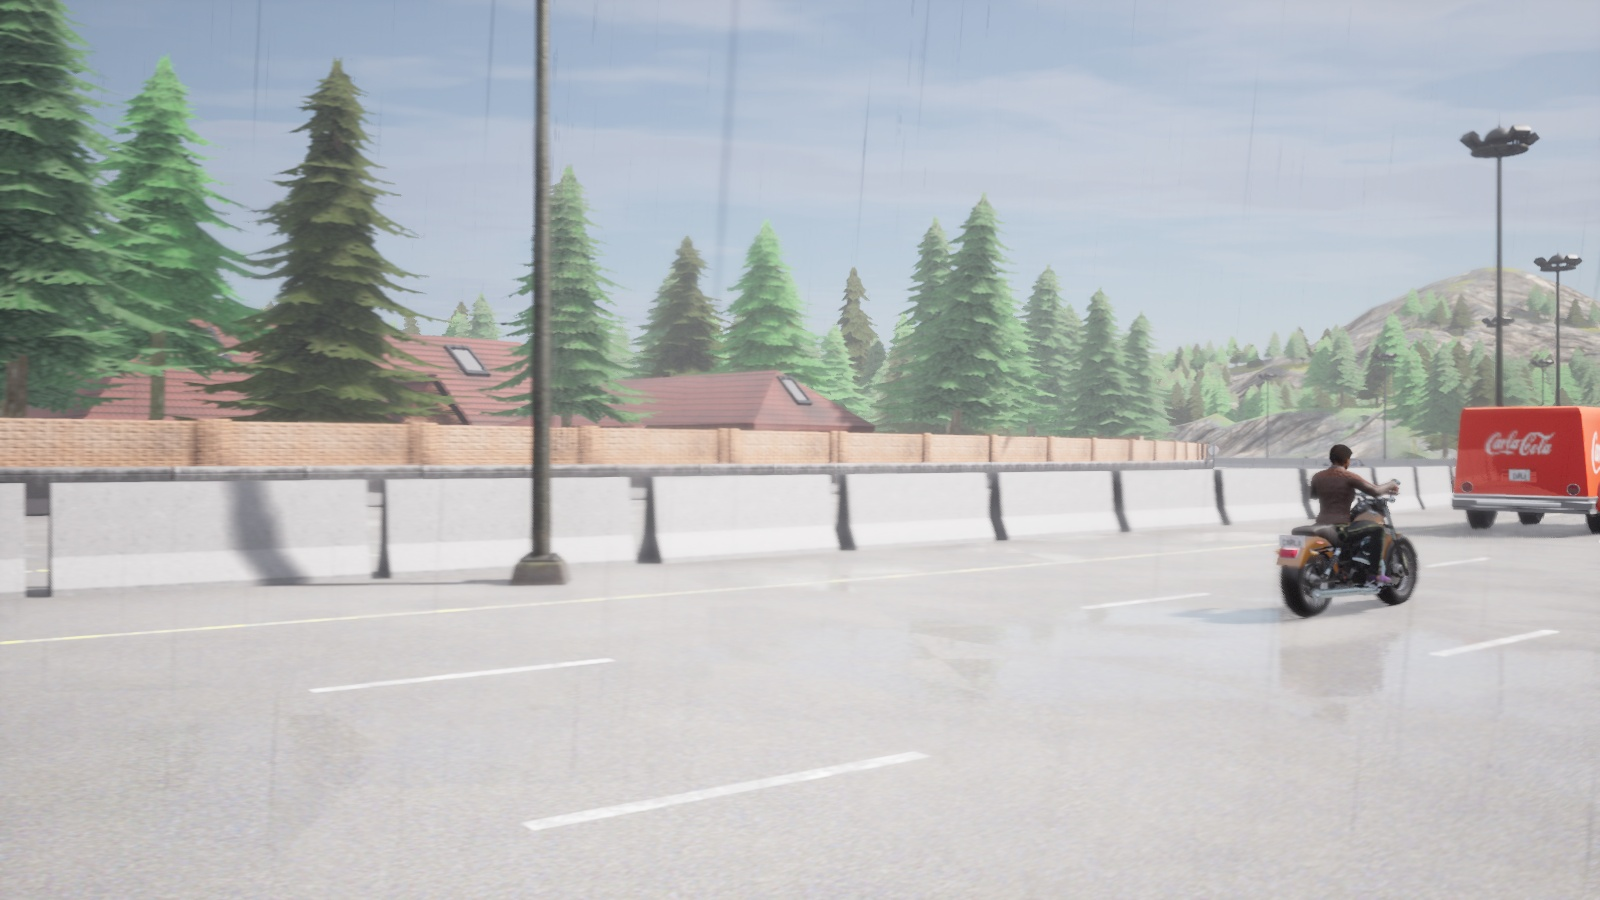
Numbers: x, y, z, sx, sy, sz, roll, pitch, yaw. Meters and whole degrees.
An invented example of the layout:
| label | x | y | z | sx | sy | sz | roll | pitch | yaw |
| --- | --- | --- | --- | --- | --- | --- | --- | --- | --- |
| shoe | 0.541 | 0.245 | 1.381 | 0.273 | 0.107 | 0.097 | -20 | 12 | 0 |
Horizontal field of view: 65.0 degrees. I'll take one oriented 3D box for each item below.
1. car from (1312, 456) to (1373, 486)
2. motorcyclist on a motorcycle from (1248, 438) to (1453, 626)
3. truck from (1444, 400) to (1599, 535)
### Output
| label | x | y | z | sx | sy | sz | roll | pitch | yaw |
| --- | --- | --- | --- | --- | --- | --- | --- | --- | --- |
| car | 26.092 | 0.975 | 60.343 | 1.994 | 1.385 | 4.181 | 0 | 0 | 33 |
| motorcyclist on a motorcycle | 5.314 | 0.729 | 12.044 | 2.350 | 1.649 | 0.766 | 0 | -1 | -39 |
| truck | 15.546 | 0.316 | 25.770 | 5.204 | 2.467 | 2.627 | 0 | 0 | -44 |
